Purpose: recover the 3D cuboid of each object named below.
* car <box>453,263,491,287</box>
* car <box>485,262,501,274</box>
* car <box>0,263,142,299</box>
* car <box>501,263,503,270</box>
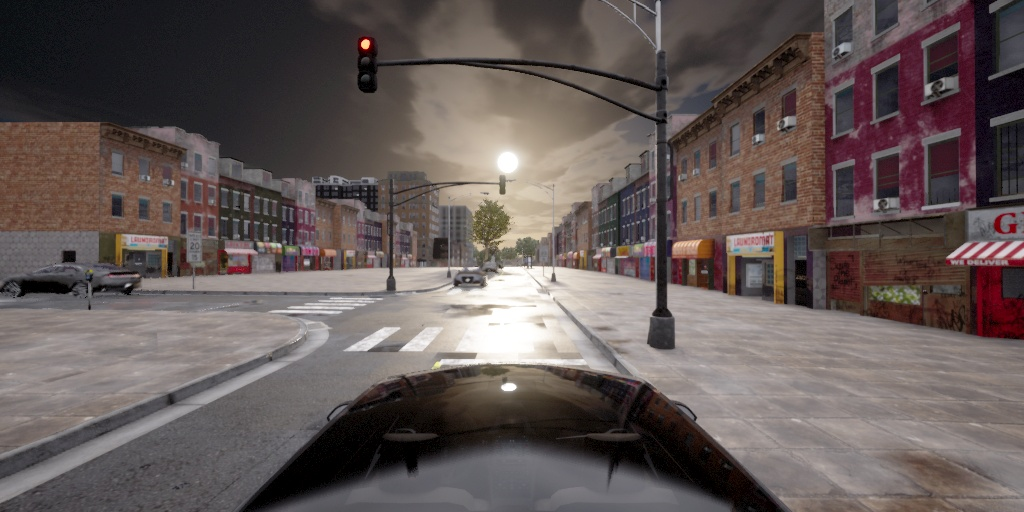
[{"bbox_3d":[-2.814,1.388,25.136,1.994,1.385,4.181,0,0,2],"label":"car"},{"bbox_3d":[-2.671,1.449,44.589,1.837,1.490,4.892,0,0,0],"label":"car"},{"bbox_3d":[-19.448,1.073,15.917,4.902,1.511,2.128,1,0,0],"label":"car"},{"bbox_3d":[-2.503,1.787,62.251,1.895,1.301,4.718,0,-1,0],"label":"car"}]
